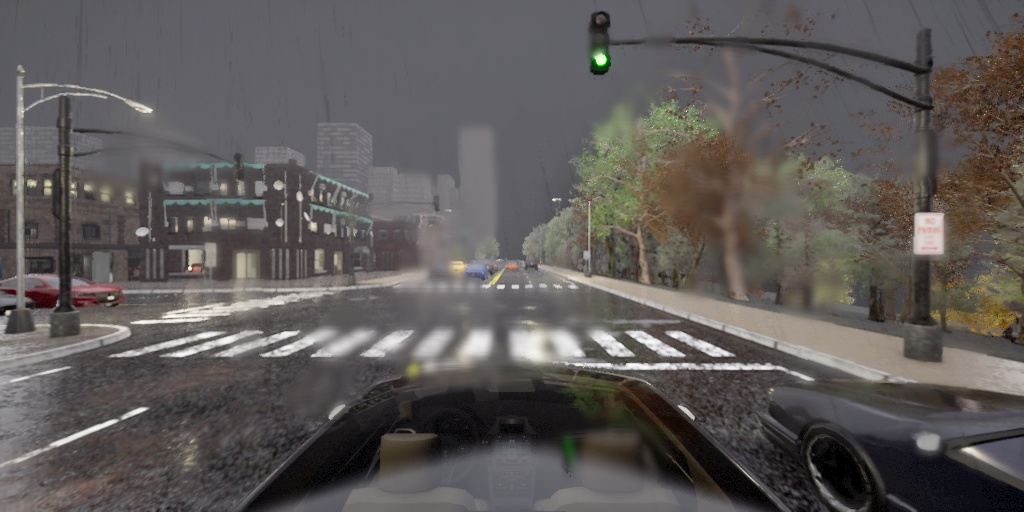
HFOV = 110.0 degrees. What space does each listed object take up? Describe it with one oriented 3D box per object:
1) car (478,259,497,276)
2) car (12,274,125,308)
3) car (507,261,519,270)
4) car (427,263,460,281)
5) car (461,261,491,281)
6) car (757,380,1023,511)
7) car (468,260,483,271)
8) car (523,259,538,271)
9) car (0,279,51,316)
[{"bbox_3d":[-3.334,1.332,44.091,2.150,2.045,5.566,0,0,0],"label":"car"},{"bbox_3d":[-19.834,1.570,15.501,5.008,1.535,1.882,-1,0,0],"label":"car"},{"bbox_3d":[0.118,1.645,65.390,2.097,1.767,4.553,0,0,0],"label":"car"},{"bbox_3d":[-6.587,1.573,33.860,2.033,1.411,5.357,0,0,0],"label":"car"},{"bbox_3d":[-3.336,1.506,34.122,1.882,1.535,5.008,0,0,0],"label":"car"},{"bbox_3d":[3.351,1.292,1.077,2.033,1.411,5.357,0,0,0],"label":"car"},{"bbox_3d":[-6.513,1.631,63.885,2.097,1.767,4.553,0,0,1],"label":"car"},{"bbox_3d":[3.376,1.498,63.388,2.150,2.045,5.566,0,0,0],"label":"car"},{"bbox_3d":[-19.943,1.662,12.789,4.313,1.339,1.948,0,0,0],"label":"car"}]
